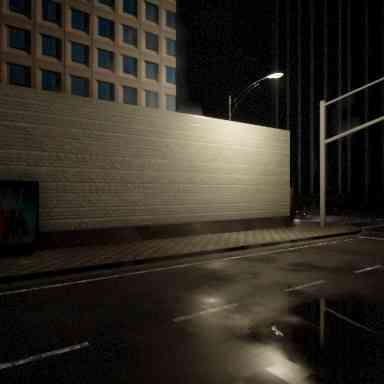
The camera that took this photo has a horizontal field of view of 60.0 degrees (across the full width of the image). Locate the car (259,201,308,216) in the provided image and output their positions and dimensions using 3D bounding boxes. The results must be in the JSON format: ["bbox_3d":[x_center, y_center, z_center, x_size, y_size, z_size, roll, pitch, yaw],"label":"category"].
[{"bbox_3d":[9.339,1.656,34.316,1.895,1.301,4.718,0,0,-36],"label":"car"}]

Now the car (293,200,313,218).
[{"bbox_3d":[8.138,1.581,29.990,1.812,1.442,4.674,0,0,-36],"label":"car"}]

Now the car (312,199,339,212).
[{"bbox_3d":[14.711,1.560,39.173,1.837,1.490,4.892,0,0,-36],"label":"car"}]
